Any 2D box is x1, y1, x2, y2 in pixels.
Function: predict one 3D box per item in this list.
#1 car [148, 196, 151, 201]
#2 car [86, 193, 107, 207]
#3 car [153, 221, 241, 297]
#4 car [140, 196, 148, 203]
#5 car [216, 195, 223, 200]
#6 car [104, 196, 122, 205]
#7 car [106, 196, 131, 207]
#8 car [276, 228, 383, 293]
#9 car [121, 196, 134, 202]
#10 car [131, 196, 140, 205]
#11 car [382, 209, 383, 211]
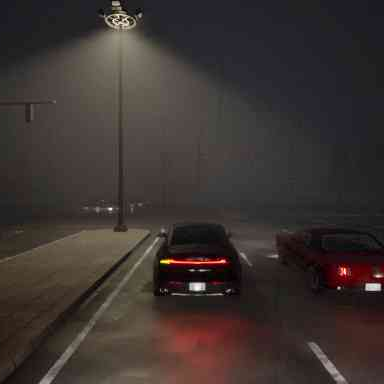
[{"bbox_3d":[-11.002,1.551,79.218,1.994,1.385,4.181,0,0,0],"label":"car"},{"bbox_3d":[-14.768,1.221,51.933,2.150,2.045,5.566,0,0,0],"label":"car"},{"bbox_3d":[0.125,1.505,8.580,1.837,1.490,4.892,0,0,1],"label":"car"},{"bbox_3d":[-11.068,1.595,69.367,1.895,1.301,4.718,0,0,0],"label":"car"},{"bbox_3d":[7.843,1.552,94.725,1.994,1.385,4.181,0,0,2],"label":"car"},{"bbox_3d":[-14.661,1.547,62.193,2.033,1.411,5.357,0,0,1],"label":"car"},{"bbox_3d":[-11.275,1.601,51.383,1.895,1.301,4.718,0,0,0],"label":"car"},{"bbox_3d":[3.629,1.601,8.825,1.895,1.301,4.718,0,0,1],"label":"car"},{"bbox_3d":[-14.531,1.552,75.231,1.994,1.385,4.181,0,0,0],"label":"car"},{"bbox_3d":[-11.195,1.505,60.393,1.837,1.490,4.892,0,0,1],"label":"car"},{"bbox_3d":[21.033,1.601,31.909,4.718,1.301,1.895,0,0,1],"label":"car"}]
